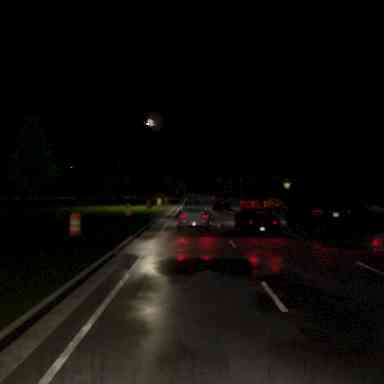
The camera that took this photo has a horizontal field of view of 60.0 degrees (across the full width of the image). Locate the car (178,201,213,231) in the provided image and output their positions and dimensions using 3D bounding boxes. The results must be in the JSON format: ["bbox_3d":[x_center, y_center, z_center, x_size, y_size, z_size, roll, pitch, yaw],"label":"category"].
[{"bbox_3d":[0.108,1.529,20.469,1.812,1.442,4.674,0,0,0],"label":"car"}]

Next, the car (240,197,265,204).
[{"bbox_3d":[7.091,1.356,40.758,2.097,1.767,4.553,0,0,0],"label":"car"}]

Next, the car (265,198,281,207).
[{"bbox_3d":[10.603,1.483,43.635,1.882,1.535,5.008,0,0,0],"label":"car"}]

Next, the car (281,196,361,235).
[{"bbox_3d":[7.106,1.223,19.098,2.150,2.045,5.566,0,0,0],"label":"car"}]

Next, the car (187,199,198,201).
[{"bbox_3d":[0.077,1.552,38.072,2.033,1.411,5.357,0,0,0],"label":"car"}]

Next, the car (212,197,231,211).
[{"bbox_3d":[3.594,1.356,41.203,2.097,1.767,4.553,0,0,0],"label":"car"}]

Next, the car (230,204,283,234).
[{"bbox_3d":[3.608,1.603,19.263,1.895,1.301,4.718,0,0,0],"label":"car"}]

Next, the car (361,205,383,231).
[{"bbox_3d":[10.605,1.528,20.452,1.812,1.442,4.674,0,0,0],"label":"car"}]
